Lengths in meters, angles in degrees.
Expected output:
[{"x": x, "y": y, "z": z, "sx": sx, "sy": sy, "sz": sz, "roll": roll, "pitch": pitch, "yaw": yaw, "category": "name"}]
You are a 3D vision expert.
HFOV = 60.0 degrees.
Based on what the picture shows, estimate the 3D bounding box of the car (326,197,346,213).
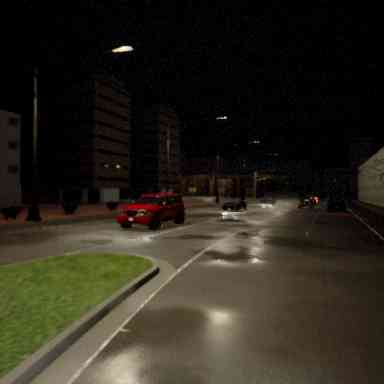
[{"x": 16.437, "y": 1.500, "z": 37.973, "sx": 1.882, "sy": 1.535, "sz": 5.008, "roll": 1, "pitch": 0, "yaw": 22, "category": "car"}]

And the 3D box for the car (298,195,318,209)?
[{"x": 15.557, "y": 1.535, "z": 45.246, "sx": 2.033, "sy": 1.411, "sz": 5.357, "roll": 1, "pitch": 0, "yaw": 23, "category": "car"}]

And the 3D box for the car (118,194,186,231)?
[{"x": -2.268, "y": 1.125, "z": 20.620, "sx": 2.150, "sy": 2.045, "sz": 5.566, "roll": 1, "pitch": 0, "yaw": 23, "category": "car"}]

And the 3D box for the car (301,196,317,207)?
[{"x": 18.891, "y": 1.482, "z": 53.437, "sx": 2.128, "sy": 1.511, "sz": 4.902, "roll": 1, "pitch": 0, "yaw": 22, "category": "car"}]

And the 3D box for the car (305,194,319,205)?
[{"x": 22.353, "y": 1.352, "z": 61.867, "sx": 2.097, "sy": 1.767, "sz": 4.553, "roll": 1, "pitch": 0, "yaw": 22, "category": "car"}]

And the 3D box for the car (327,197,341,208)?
[{"x": 21.595, "y": 1.504, "z": 50.544, "sx": 1.882, "sy": 1.535, "sz": 5.008, "roll": 1, "pitch": 0, "yaw": 22, "category": "car"}]

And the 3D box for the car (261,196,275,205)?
[{"x": 13.544, "y": 1.485, "z": 58.854, "sx": 1.994, "sy": 1.385, "sz": 4.181, "roll": 1, "pitch": 0, "yaw": 23, "category": "car"}]

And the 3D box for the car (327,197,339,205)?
[{"x": 25.757, "y": 1.593, "z": 60.948, "sx": 1.994, "sy": 1.385, "sz": 4.181, "roll": 1, "pitch": 0, "yaw": 22, "category": "car"}]

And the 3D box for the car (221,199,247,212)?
[{"x": 4.965, "y": 1.458, "z": 38.192, "sx": 2.033, "sy": 1.411, "sz": 5.357, "roll": 1, "pitch": 0, "yaw": 22, "category": "car"}]
